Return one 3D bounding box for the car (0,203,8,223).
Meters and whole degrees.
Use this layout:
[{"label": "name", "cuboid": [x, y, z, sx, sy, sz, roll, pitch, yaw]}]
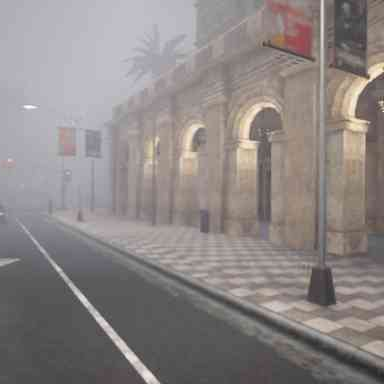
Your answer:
[{"label": "car", "cuboid": [-14.448, 1.482, 23.983, 2.033, 1.411, 5.357, 0, 0, -29]}]
